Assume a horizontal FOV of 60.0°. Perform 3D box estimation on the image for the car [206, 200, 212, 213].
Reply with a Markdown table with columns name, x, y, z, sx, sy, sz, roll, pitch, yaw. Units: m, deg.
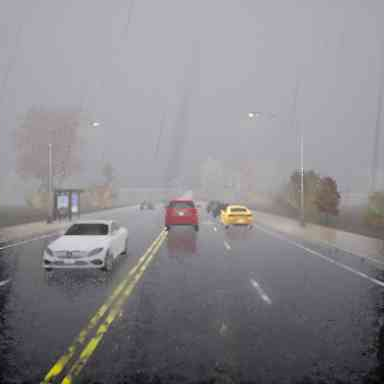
| name | x | y | z | sx | sy | sz | roll | pitch | yaw |
| --- | --- | --- | --- | --- | --- | --- | --- | --- | --- |
| car | 3.096 | 1.889 | 46.123 | 2.097 | 1.767 | 4.553 | 0 | -1 | 0 |

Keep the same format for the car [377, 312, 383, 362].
| name | x | y | z | sx | sy | sz | roll | pitch | yaw |
| --- | --- | --- | --- | --- | --- | --- | --- | --- | --- |
| car | 3.248 | 1.459 | 2.139 | 2.033 | 1.649 | 4.856 | 0 | -1 | 0 |

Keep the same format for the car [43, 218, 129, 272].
| name | x | y | z | sx | sy | sz | roll | pitch | yaw |
| --- | --- | --- | --- | --- | --- | --- | --- | --- | --- |
| car | -3.372 | 1.665 | 11.438 | 1.812 | 1.442 | 4.674 | 0 | -1 | 0 |

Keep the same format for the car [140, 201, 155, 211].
| name | x | y | z | sx | sy | sz | roll | pitch | yaw |
| --- | --- | --- | --- | --- | --- | --- | --- | --- | --- |
| car | -6.764 | 2.079 | 50.664 | 2.128 | 1.511 | 4.902 | 0 | -1 | 0 |

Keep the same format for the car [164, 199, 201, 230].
| name | x | y | z | sx | sy | sz | roll | pitch | yaw |
| --- | --- | --- | --- | --- | --- | --- | --- | --- | --- |
| car | -0.582 | 1.502 | 23.252 | 2.150 | 2.045 | 5.566 | 0 | 0 | 2 |

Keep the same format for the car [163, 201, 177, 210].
| name | x | y | z | sx | sy | sz | roll | pitch | yaw |
| --- | --- | --- | --- | --- | --- | --- | --- | --- | --- |
| car | -3.523 | 2.172 | 54.075 | 2.033 | 1.411 | 5.357 | 0 | -1 | 0 |

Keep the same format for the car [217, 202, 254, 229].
| name | x | y | z | sx | sy | sz | roll | pitch | yaw |
| --- | --- | --- | --- | --- | --- | --- | --- | --- | --- |
| car | 3.183 | 1.767 | 24.152 | 1.882 | 1.535 | 5.008 | 0 | -1 | 0 |

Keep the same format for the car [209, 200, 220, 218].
| name | x | y | z | sx | sy | sz | roll | pitch | yaw |
| --- | --- | --- | --- | --- | --- | --- | --- | --- | --- |
| car | 3.139 | 1.919 | 35.152 | 1.837 | 1.490 | 4.892 | 0 | -1 | 0 |

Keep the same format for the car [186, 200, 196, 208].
| name | x | y | z | sx | sy | sz | roll | pitch | yaw |
| --- | --- | --- | --- | --- | --- | --- | --- | --- | --- |
| car | -0.155 | 2.240 | 62.565 | 1.812 | 1.442 | 4.674 | 0 | -1 | 0 |
